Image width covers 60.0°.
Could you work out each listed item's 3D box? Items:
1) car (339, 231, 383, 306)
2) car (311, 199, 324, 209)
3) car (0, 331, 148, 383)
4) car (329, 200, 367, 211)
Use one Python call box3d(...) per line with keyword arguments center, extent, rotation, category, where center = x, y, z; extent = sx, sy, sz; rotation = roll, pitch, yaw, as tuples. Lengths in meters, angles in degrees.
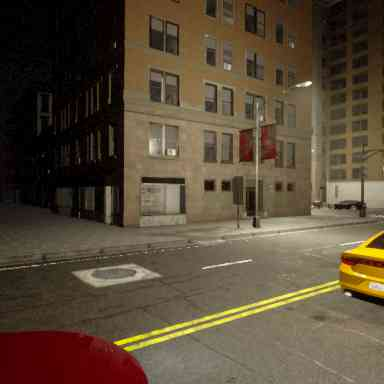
box3d(center=(5.201, 1.478, 7.170), extent=(5.008, 1.535, 1.882), rotation=(0, 0, -35), category="car")
box3d(center=(15.549, 1.582, 44.926), extent=(2.008, 1.369, 4.403), rotation=(0, 0, -35), category="car")
box3d(center=(-2.426, 1.526, 1.708), extent=(4.674, 1.442, 1.812), rotation=(0, 0, -36), category="car")
box3d(center=(18.826, 1.597, 40.308), extent=(1.947, 1.339, 4.313), rotation=(0, 0, -35), category="car")
